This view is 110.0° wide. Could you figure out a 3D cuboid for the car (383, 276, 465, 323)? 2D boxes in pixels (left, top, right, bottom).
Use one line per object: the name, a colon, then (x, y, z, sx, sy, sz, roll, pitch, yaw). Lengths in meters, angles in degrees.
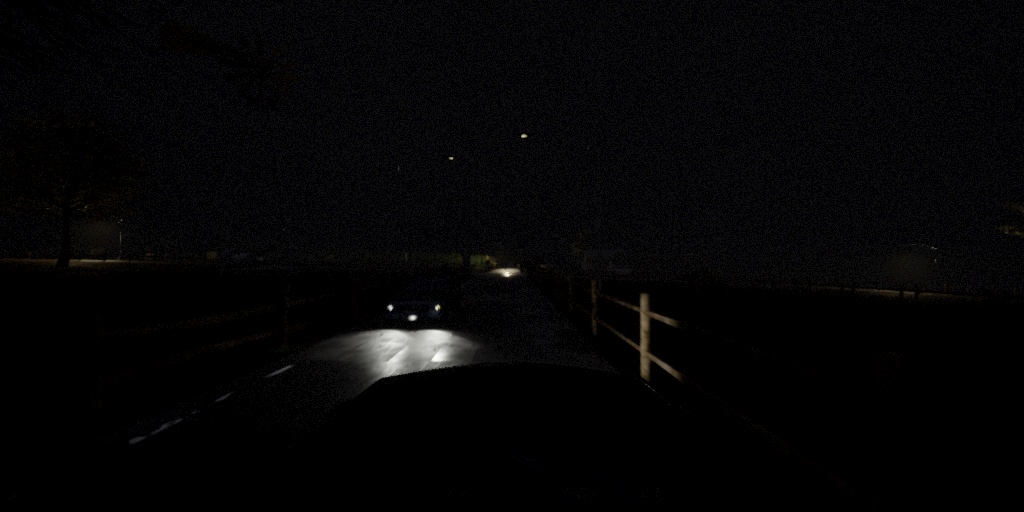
car: (-2.849, 1.430, 12.951, 2.033, 1.411, 5.357, 0, -1, 0)
